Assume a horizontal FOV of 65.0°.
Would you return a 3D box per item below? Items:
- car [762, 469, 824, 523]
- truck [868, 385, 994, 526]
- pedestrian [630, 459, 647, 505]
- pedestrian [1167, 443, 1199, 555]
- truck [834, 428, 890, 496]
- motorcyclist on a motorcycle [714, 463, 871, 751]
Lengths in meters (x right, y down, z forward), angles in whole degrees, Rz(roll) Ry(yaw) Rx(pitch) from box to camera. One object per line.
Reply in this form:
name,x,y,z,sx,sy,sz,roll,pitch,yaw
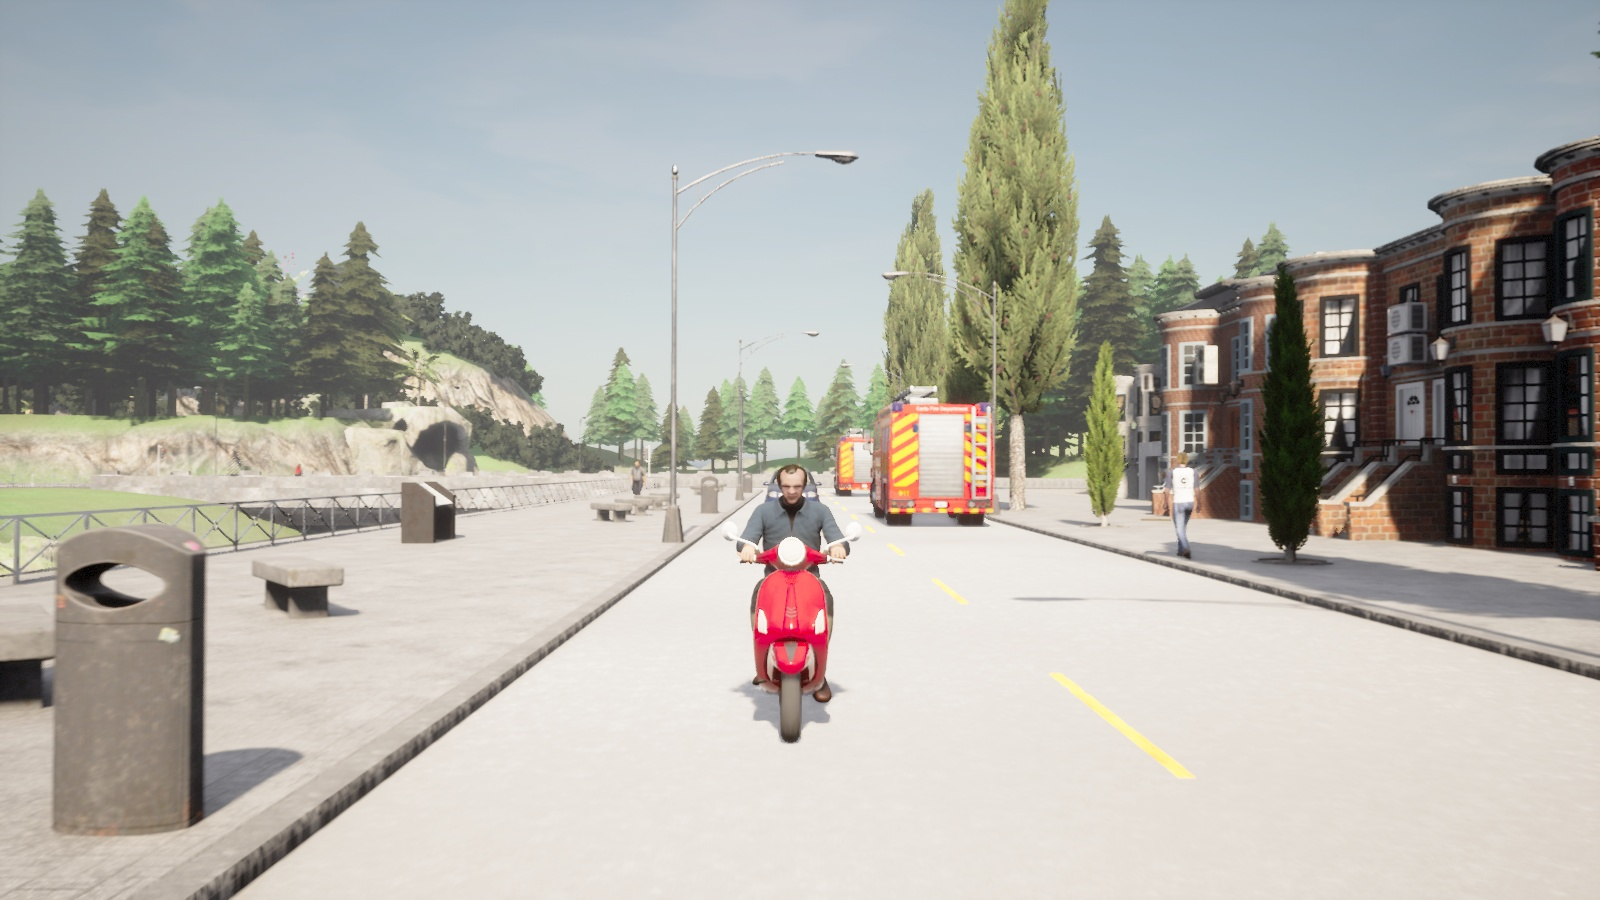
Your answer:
car,-0.212,1.368,38.509,1.789,1.549,3.705,0,-1,0
truck,3.785,0.207,38.353,2.891,3.827,8.468,0,-1,0
pedestrian,-6.546,1.309,50.833,0.540,1.848,0.694,0,-1,5
pedestrian,6.400,0.811,20.999,0.354,1.836,0.706,0,-1,5
truck,3.592,0.750,74.663,2.891,3.827,8.468,0,-1,0
motorcyclist on a motorcycle,-0.044,0.883,7.862,0.866,1.590,1.817,0,-1,0
